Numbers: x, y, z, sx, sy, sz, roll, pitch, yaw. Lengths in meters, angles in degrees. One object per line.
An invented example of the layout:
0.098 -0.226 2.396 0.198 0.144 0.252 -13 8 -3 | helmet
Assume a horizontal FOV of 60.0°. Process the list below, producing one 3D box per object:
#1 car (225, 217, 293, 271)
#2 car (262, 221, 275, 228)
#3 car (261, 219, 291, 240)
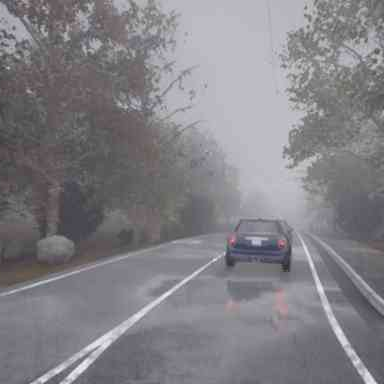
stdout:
2.660 1.723 12.564 2.097 1.767 4.553 0 -3 17 | car
14.805 6.310 64.168 1.895 1.301 4.718 0 -5 21 | car
6.680 2.854 26.157 2.033 1.411 5.357 0 -5 17 | car
